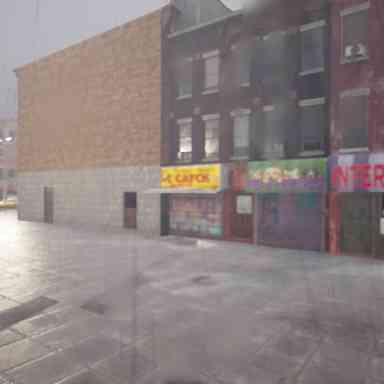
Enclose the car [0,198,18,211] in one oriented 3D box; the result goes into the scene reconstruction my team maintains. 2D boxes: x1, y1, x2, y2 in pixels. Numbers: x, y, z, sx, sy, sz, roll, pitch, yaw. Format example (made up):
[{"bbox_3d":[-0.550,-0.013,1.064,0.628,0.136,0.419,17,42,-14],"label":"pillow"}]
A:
[{"bbox_3d":[-20.705,1.330,37.921,1.752,1.417,4.829,0,0,36],"label":"car"}]
